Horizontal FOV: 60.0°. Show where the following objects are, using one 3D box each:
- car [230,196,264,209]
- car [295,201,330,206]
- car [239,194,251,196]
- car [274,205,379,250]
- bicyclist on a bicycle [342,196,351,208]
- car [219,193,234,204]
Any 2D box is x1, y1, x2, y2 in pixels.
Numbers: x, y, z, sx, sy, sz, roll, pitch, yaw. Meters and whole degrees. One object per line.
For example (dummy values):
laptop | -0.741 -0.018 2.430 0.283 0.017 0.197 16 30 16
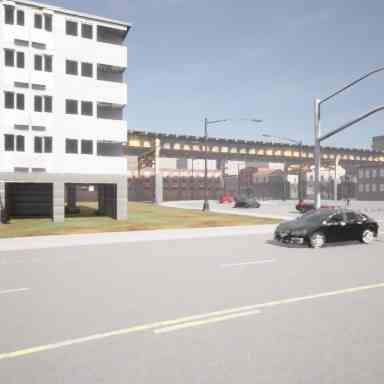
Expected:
car | 7.431 1.564 44.735 1.994 1.385 4.181 0 0 -24
car | 12.714 1.601 33.447 1.895 1.301 4.718 0 0 -25
car | 11.230 1.525 75.429 2.128 1.511 4.902 0 0 41
car | 5.824 1.505 14.322 4.892 1.490 1.837 0 0 -25
bicyclist on a bicycle | 20.163 1.303 43.359 1.656 1.620 0.582 0 0 -25
car | 6.648 1.221 65.723 2.150 2.045 5.566 0 0 11
